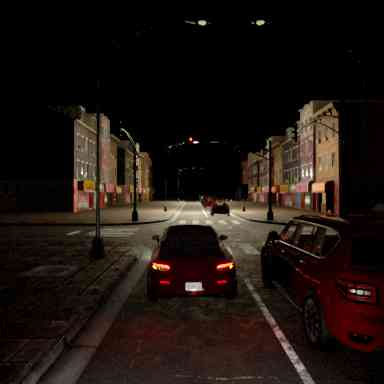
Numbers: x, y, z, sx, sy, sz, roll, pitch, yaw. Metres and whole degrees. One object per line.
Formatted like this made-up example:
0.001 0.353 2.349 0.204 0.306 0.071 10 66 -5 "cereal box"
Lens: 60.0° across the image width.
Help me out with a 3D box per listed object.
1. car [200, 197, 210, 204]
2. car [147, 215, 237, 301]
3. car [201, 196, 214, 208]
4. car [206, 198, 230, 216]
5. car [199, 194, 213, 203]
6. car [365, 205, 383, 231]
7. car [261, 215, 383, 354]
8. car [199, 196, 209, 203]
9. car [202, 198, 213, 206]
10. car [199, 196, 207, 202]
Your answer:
2.709 1.726 70.591 1.802 1.307 4.206 0 0 0 "car"
-0.043 1.530 8.252 1.812 1.442 4.674 0 0 -2 "car"
2.690 1.619 48.841 1.887 1.381 4.507 1 0 0 "car"
2.676 1.581 32.530 1.887 1.381 4.507 1 0 0 "car"
2.697 1.405 54.279 2.192 1.841 5.009 1 0 0 "car"
13.561 1.582 20.681 4.674 1.442 1.812 0 -1 0 "car"
2.656 1.318 6.099 2.192 1.841 5.009 1 0 0 "car"
2.714 1.716 76.029 2.008 1.369 4.403 0 0 0 "car"
2.699 1.689 59.716 1.802 1.307 4.206 0 0 0 "car"
2.723 1.776 86.904 1.947 1.339 4.313 0 0 0 "car"
